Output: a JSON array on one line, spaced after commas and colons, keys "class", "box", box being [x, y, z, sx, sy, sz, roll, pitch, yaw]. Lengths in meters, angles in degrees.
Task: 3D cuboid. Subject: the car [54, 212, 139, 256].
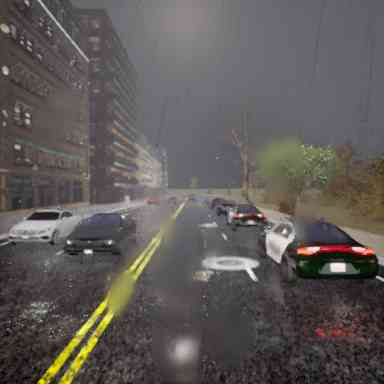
[{"class": "car", "box": [-3.343, 1.540, 13.383, 2.033, 1.411, 5.357, 0, 0, 0]}]

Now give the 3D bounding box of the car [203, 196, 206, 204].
[{"class": "car", "box": [3.261, 1.462, 53.812, 2.128, 1.511, 4.902, 0, 0, 0]}]

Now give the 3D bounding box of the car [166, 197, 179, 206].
[{"class": "car", "box": [-3.277, 1.495, 55.594, 1.812, 1.442, 4.674, 0, 0, 1]}]

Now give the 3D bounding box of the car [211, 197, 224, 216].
[{"class": "car", "box": [3.257, 1.486, 31.841, 2.163, 1.488, 4.792, 0, 0, 0]}]

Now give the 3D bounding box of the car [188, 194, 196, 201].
[{"class": "car", "box": [0.015, 1.311, 75.360, 2.033, 1.411, 5.357, 0, 0, 0]}]

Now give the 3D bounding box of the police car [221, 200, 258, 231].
[{"class": "police car", "box": [3.255, 1.494, 20.811, 2.038, 1.542, 4.974, 0, 0, 0]}]

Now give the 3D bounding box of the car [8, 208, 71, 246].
[{"class": "car", "box": [-6.594, 1.518, 15.492, 1.812, 1.442, 4.674, 0, 0, 0]}]

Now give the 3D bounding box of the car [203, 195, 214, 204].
[{"class": "car", "box": [3.263, 1.441, 64.813, 1.882, 1.535, 5.008, 0, 0, 0]}]

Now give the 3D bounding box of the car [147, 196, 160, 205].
[{"class": "car", "box": [-6.531, 1.445, 56.999, 1.882, 1.535, 5.008, 0, 0, 1]}]

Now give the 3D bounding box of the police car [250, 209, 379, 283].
[{"class": "police car", "box": [3.253, 1.500, 9.811, 2.038, 1.542, 4.974, 0, 0, 0]}]

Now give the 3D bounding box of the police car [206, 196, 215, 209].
[{"class": "police car", "box": [3.259, 1.402, 42.922, 1.930, 1.638, 5.238, 0, 0, 0]}]
